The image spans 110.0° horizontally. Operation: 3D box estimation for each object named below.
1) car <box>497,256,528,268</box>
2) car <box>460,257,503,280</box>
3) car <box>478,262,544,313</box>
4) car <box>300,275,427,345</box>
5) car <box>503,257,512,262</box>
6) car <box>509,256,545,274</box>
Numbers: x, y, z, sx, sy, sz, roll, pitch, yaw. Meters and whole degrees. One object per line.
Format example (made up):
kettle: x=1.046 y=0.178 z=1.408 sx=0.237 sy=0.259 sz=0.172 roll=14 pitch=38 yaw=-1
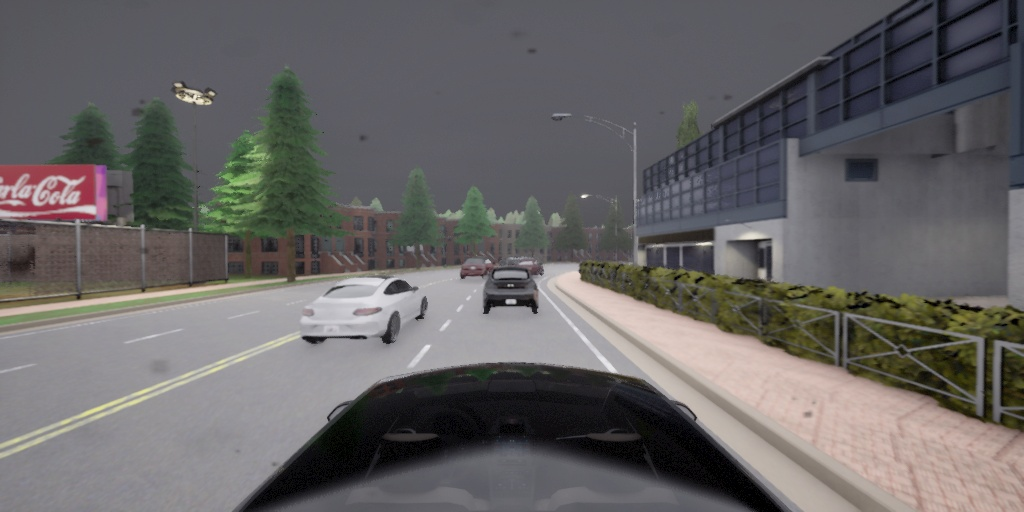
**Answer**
car: x=0.075 y=0.799 z=50.079 sx=1.812 sy=1.442 sz=4.674 roll=0 pitch=1 yaw=39
car: x=-2.427 y=0.854 z=28.143 sx=2.097 sy=1.767 sz=4.553 roll=0 pitch=1 yaw=11
car: x=-0.054 y=1.139 z=13.421 sx=1.837 sy=1.490 sz=4.892 roll=0 pitch=0 yaw=-1
car: x=-3.517 y=1.220 z=9.230 sx=1.812 sy=1.442 sz=4.674 roll=0 pitch=1 yaw=-1
car: x=1.418 y=0.813 z=46.034 sx=1.837 sy=1.490 sz=4.892 roll=0 pitch=0 yaw=36
car: x=1.421 y=0.996 z=29.409 sx=1.812 sy=1.442 sz=4.674 roll=0 pitch=1 yaw=14
